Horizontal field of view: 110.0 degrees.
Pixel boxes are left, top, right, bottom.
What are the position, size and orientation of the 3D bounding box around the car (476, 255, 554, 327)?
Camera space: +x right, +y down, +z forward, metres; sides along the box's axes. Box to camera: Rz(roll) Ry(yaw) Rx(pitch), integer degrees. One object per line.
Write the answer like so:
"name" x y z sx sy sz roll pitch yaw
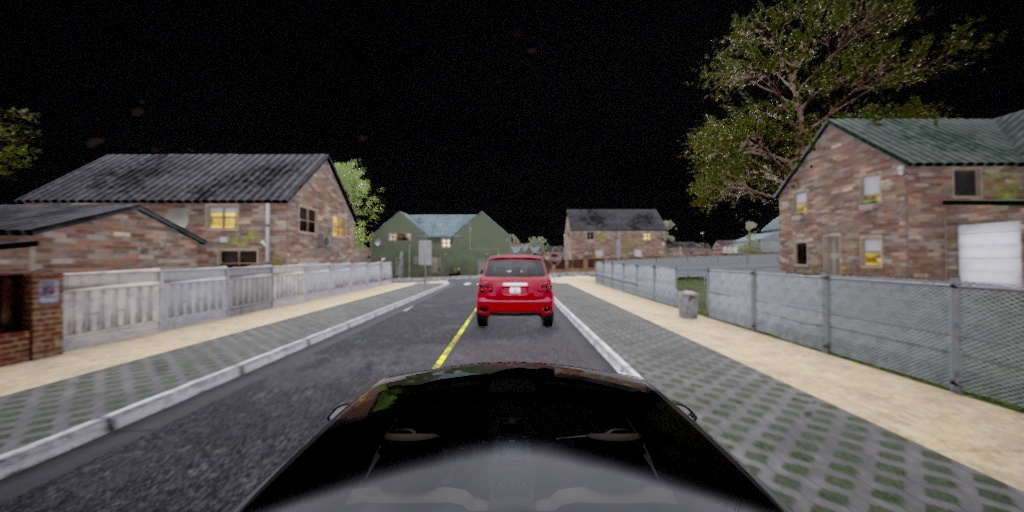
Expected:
"car" 0.096 1.021 11.844 2.150 2.045 5.566 0 -1 0
